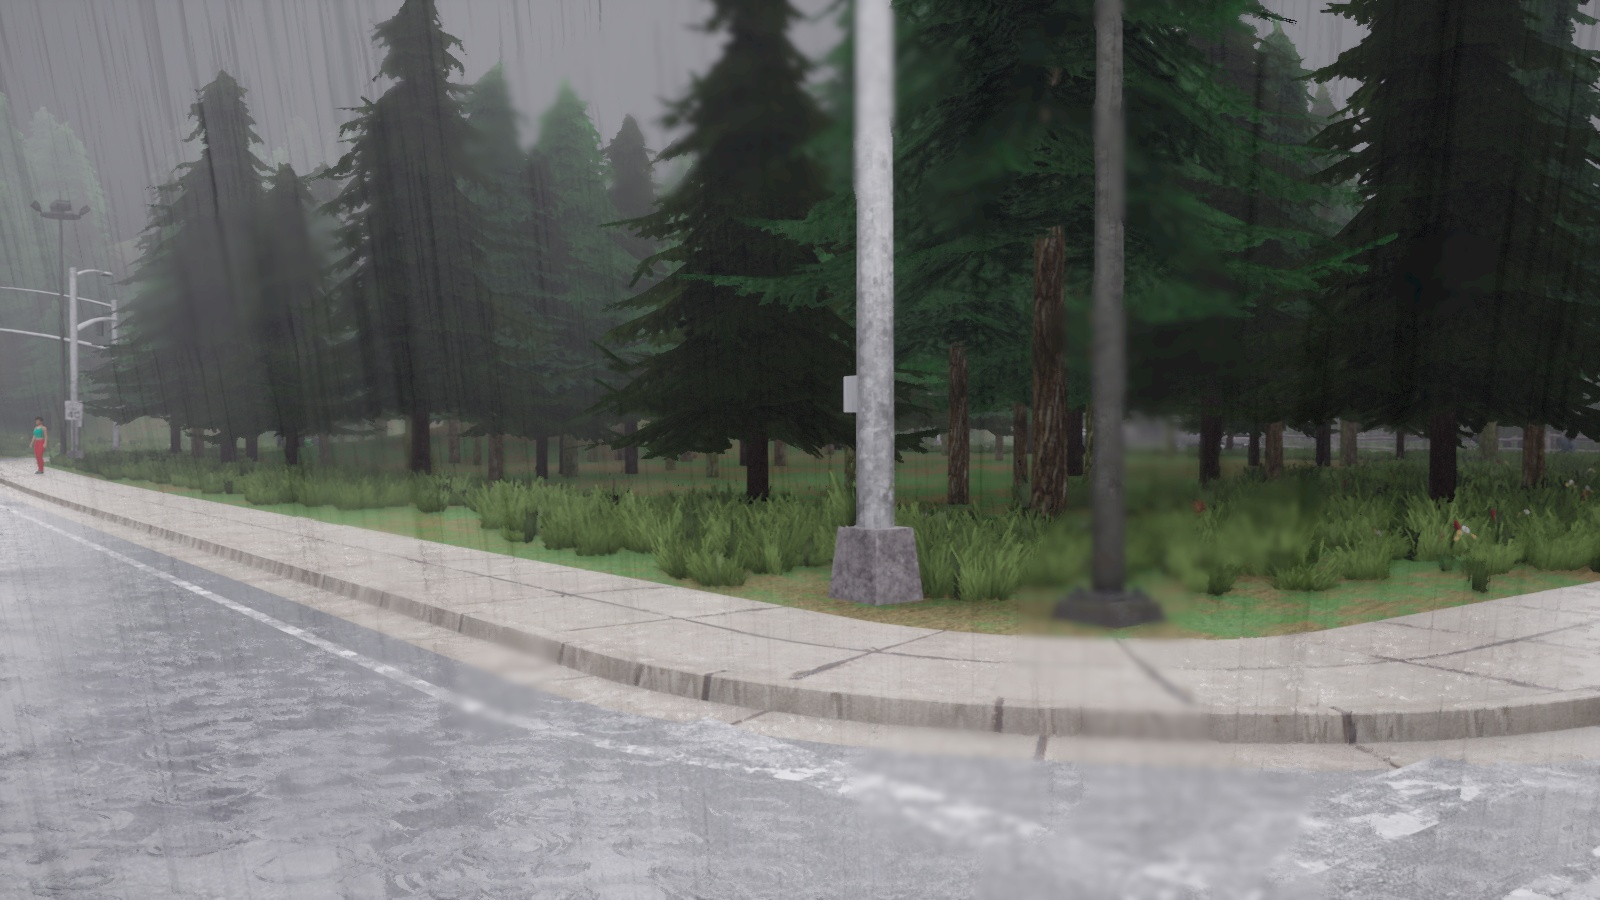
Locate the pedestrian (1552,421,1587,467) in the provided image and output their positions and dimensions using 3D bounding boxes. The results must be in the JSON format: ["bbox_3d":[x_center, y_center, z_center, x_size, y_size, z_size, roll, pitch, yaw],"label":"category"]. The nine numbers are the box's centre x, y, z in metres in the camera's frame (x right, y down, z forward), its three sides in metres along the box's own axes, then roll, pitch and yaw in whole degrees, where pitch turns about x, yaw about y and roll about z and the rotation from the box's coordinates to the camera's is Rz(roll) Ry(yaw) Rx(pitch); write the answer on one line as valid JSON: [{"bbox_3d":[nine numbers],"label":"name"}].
[{"bbox_3d":[31.905,-0.252,52.088,0.874,1.855,0.900,0,1,-28],"label":"pedestrian"}]

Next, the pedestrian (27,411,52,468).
[{"bbox_3d":[-24.422,-0.336,40.344,0.345,1.836,0.594,1,1,23],"label":"pedestrian"}]

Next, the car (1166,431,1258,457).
[{"bbox_3d":[24.514,-0.373,74.924,2.128,1.511,4.902,0,1,-36],"label":"car"}]
